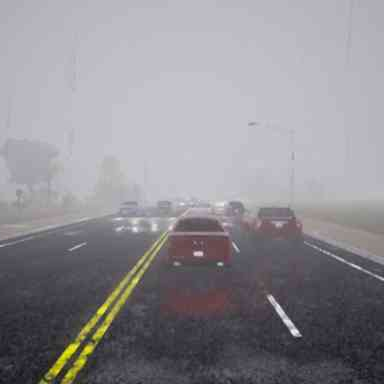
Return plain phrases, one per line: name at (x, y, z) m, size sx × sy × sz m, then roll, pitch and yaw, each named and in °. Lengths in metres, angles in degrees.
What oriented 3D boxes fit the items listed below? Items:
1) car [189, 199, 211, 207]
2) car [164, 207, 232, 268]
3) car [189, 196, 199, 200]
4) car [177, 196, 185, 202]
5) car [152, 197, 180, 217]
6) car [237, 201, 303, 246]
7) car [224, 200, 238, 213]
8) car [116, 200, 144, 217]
car at (0.816, 1.626, 30.200) m, size 1.895 × 1.301 × 4.718 m, roll 0°, pitch 0°, yaw 3°
car at (0.224, 1.488, 11.325) m, size 1.882 × 1.535 × 5.008 m, roll 0°, pitch 0°, yaw 1°
car at (0.535, 1.534, 71.944) m, size 1.994 × 1.385 × 4.181 m, roll 0°, pitch 0°, yaw 6°
car at (-2.699, 1.575, 72.270) m, size 1.895 × 1.301 × 4.718 m, roll 0°, pitch 0°, yaw 6°
car at (-2.559, 1.529, 31.728) m, size 1.837 × 1.490 × 4.892 m, roll 0°, pitch 0°, yaw 3°
car at (3.571, 1.368, 15.585) m, size 2.097 × 1.767 × 4.553 m, roll 0°, pitch 0°, yaw 1°
car at (4.193, 1.552, 32.773) m, size 1.812 × 1.442 × 4.674 m, roll 0°, pitch 0°, yaw 3°
car at (-5.807, 1.549, 31.736) m, size 1.812 × 1.442 × 4.674 m, roll 0°, pitch 0°, yaw 3°
